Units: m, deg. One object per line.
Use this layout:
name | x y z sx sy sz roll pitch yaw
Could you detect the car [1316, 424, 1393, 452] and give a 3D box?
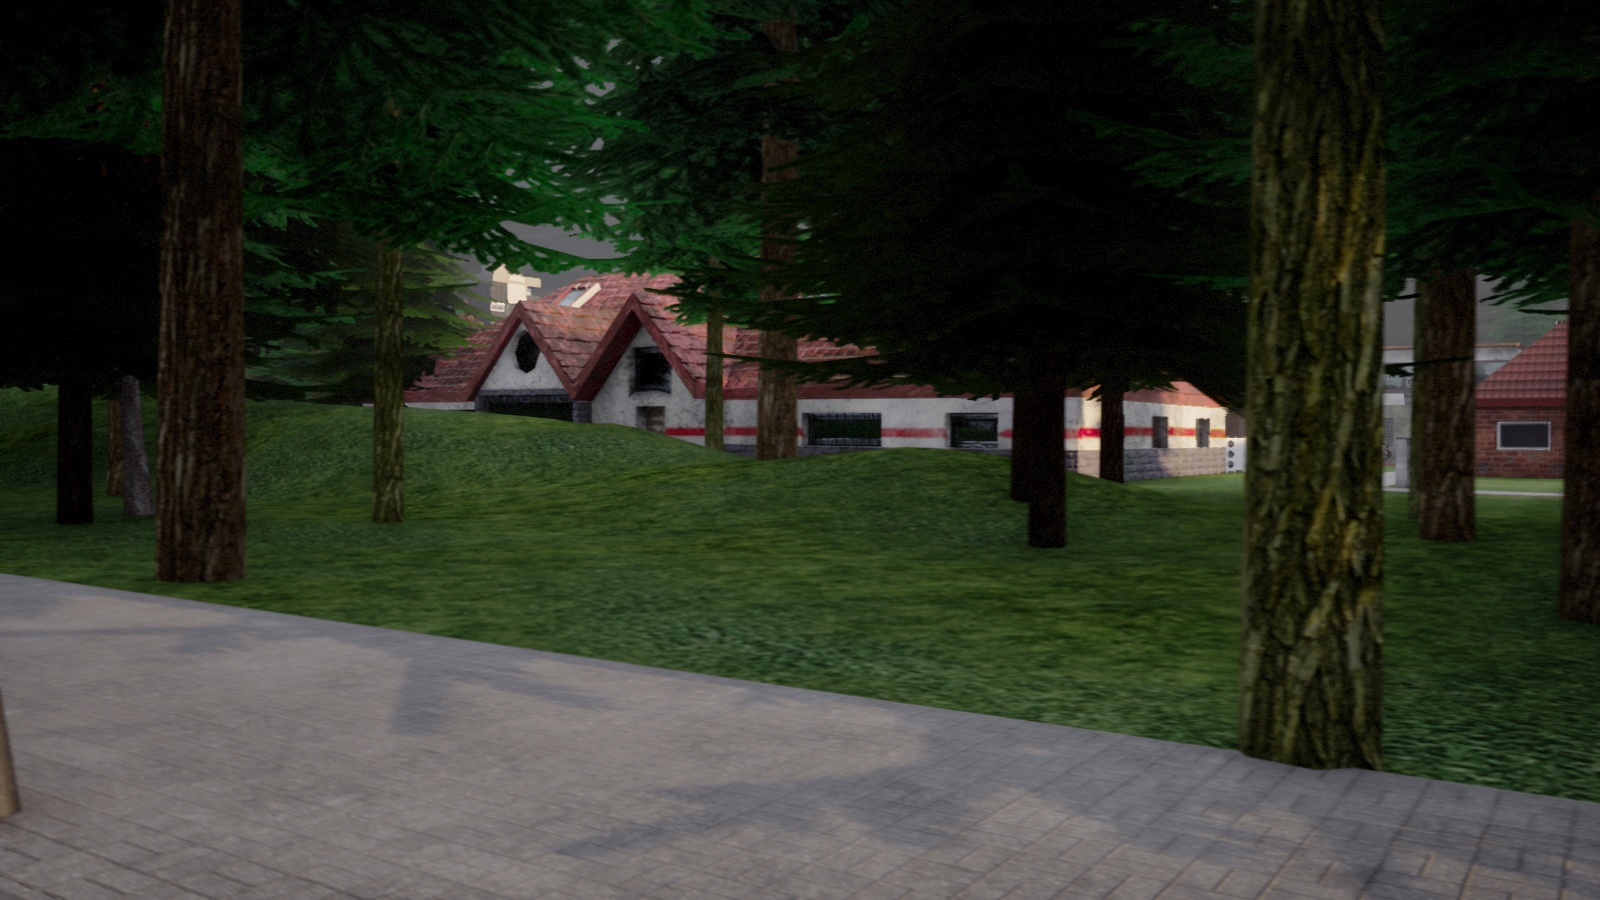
car | 33.469 -0.709 75.829 3.988 1.617 1.851 0 1 34
